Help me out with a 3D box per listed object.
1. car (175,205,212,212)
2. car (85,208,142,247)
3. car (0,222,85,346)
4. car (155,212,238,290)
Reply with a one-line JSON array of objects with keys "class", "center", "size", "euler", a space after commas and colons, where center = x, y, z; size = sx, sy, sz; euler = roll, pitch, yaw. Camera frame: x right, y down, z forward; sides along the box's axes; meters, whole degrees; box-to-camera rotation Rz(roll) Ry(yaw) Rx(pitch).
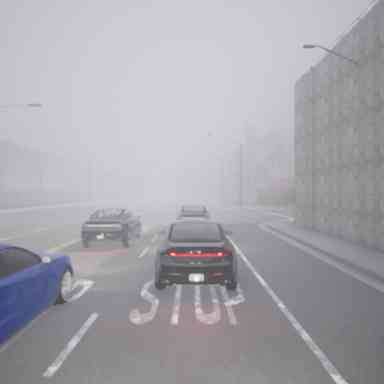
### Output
[{"class": "car", "center": [0.086, 1.451, 18.231], "size": [2.128, 1.511, 4.902], "euler": [0, 0, 0]}, {"class": "car", "center": [-3.408, 1.460, 14.767], "size": [2.128, 1.511, 4.902], "euler": [0, 0, 0]}, {"class": "car", "center": [-3.403, 1.467, 4.983], "size": [1.882, 1.535, 5.008], "euler": [0, 0, 0]}, {"class": "car", "center": [0.094, 1.482, 9.011], "size": [1.837, 1.490, 4.892], "euler": [0, -1, 0]}]
